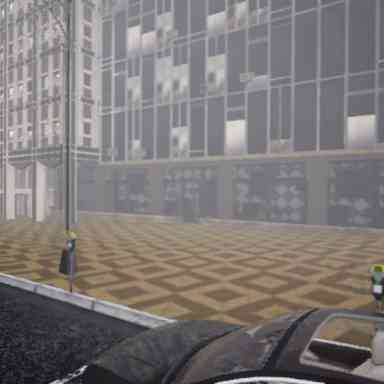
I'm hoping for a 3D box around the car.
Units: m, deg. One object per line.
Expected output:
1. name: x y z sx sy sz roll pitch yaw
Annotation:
1. car: 0.991 1.547 2.171 4.403 1.369 2.008 0 1 35
